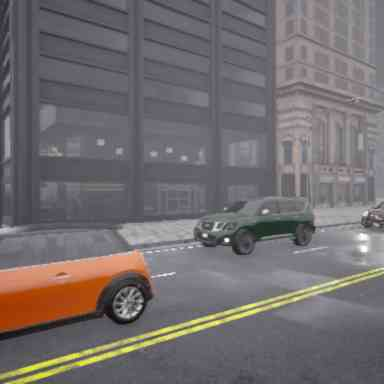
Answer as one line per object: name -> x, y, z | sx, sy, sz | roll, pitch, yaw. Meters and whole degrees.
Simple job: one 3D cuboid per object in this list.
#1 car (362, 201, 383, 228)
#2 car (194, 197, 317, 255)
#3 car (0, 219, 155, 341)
car -> 12.480, 1.317, 20.545 | 4.553, 1.767, 2.097 | 0, 0, -35
car -> 2.740, 1.214, 13.576 | 5.566, 2.045, 2.150 | 0, 0, -35
car -> -2.978, 1.360, 5.539 | 4.553, 1.767, 2.097 | 0, 0, -35
